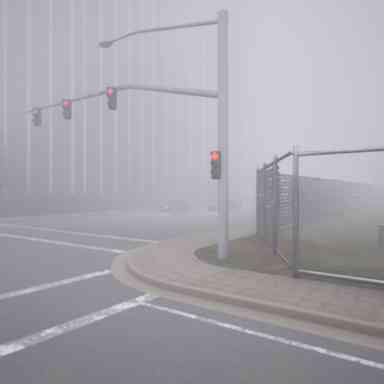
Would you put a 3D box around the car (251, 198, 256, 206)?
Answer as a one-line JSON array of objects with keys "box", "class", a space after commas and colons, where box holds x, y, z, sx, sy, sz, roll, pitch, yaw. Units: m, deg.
[{"box": [11.280, 1.475, 54.026, 2.128, 1.511, 4.902, 0, 0, 36], "class": "car"}]

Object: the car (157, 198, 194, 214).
[{"box": [-1.735, 1.486, 35.994, 1.837, 1.490, 4.892, 0, 0, 36], "class": "car"}]

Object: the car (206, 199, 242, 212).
[{"box": [3.726, 1.523, 37.611, 2.033, 1.411, 5.357, 0, 0, 36], "class": "car"}]
